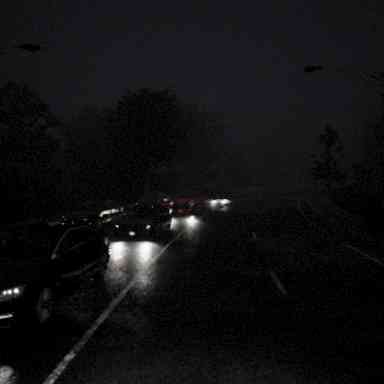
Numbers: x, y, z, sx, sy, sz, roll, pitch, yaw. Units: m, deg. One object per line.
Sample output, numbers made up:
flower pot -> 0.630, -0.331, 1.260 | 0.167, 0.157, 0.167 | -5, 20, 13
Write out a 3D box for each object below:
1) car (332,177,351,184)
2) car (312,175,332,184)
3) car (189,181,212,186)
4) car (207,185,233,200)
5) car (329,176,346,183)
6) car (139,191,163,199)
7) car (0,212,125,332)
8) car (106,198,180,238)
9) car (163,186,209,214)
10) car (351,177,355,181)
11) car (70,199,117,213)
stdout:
car -> 34.198, -2.715, 76.634 | 4.674, 1.442, 1.812 | -5, 3, -45
car -> 29.523, -2.830, 76.686 | 2.150, 2.045, 5.566 | 0, 3, 43
car -> 1.053, -0.362, 43.069 | 2.150, 2.045, 5.566 | 0, 3, 21
car -> 3.644, 0.119, 39.885 | 1.994, 1.385, 4.181 | 0, 3, 20
car -> 36.947, -3.163, 84.315 | 5.357, 1.411, 2.033 | -4, 3, -42
car -> -3.318, 0.756, 28.862 | 1.837, 1.490, 4.892 | 0, 3, 14
car -> -3.203, 1.447, 7.038 | 2.128, 1.511, 4.902 | 0, 1, 4
car -> -2.210, 1.295, 16.720 | 2.033, 1.411, 5.357 | 0, 2, 8
car -> -0.339, 0.708, 26.226 | 2.097, 1.767, 4.553 | 0, 3, 13
car -> 41.568, -3.339, 83.788 | 4.902, 1.511, 2.128 | -4, 3, -40
car -> -5.401, 1.198, 18.667 | 1.837, 1.490, 4.892 | 0, 2, 10
